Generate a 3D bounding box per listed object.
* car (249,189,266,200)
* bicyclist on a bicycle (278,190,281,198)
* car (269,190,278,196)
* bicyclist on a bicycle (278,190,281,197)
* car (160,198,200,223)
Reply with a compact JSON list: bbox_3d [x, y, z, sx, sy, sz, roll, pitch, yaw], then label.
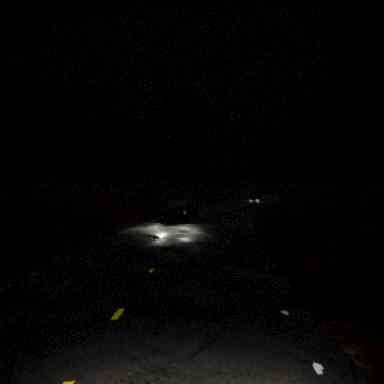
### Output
[{"bbox_3d":[12.021,0.661,62.344,2.033,1.411,5.357,1,1,21],"label":"car"},{"bbox_3d":[17.727,0.509,67.443,0.582,1.620,1.656,1,1,17],"label":"bicyclist on a bicycle"},{"bbox_3d":[20.699,0.144,84.259,2.033,1.411,5.357,0,1,8],"label":"car"},{"bbox_3d":[20.027,0.342,76.184,0.582,1.620,1.656,1,1,13],"label":"bicyclist on a bicycle"},{"bbox_3d":[-0.726,1.181,22.957,1.882,1.535,5.008,0,1,11],"label":"car"}]
